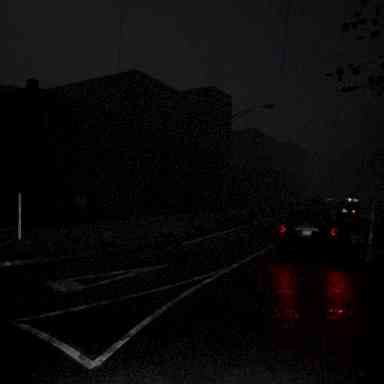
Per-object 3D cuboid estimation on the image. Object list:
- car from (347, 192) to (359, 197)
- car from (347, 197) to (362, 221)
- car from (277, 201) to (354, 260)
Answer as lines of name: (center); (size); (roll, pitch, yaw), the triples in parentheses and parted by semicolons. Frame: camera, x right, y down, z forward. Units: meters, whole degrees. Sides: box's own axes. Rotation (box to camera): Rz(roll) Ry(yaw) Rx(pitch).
car: (34.115, 0.627, 70.563); (1.994, 1.385, 4.181); (0, 1, 32)
car: (12.011, 1.394, 25.828); (2.033, 1.411, 5.357); (0, 1, 29)
car: (4.757, 1.334, 12.668); (2.097, 1.767, 4.553); (0, 0, 29)
